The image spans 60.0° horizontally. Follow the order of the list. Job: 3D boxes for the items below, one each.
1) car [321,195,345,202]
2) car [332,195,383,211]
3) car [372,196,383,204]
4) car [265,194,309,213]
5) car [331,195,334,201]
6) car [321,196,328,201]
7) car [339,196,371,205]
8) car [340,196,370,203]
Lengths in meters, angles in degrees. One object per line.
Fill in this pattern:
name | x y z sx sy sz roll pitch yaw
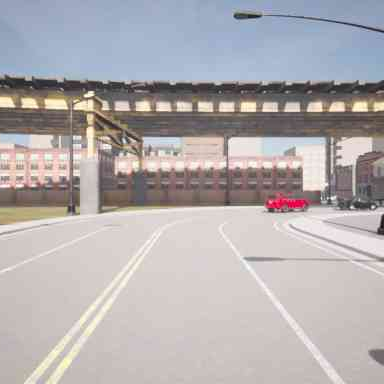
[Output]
car | 33.304 1.453 78.905 2.038 1.542 4.974 0 0 -34
car | 20.201 1.491 40.573 4.902 1.511 2.128 0 0 -11
car | 32.039 1.295 57.175 1.853 1.218 4.536 0 0 31
car | 10.522 1.221 36.696 5.566 2.045 2.150 0 0 -34
car | 33.333 1.295 78.862 1.853 1.218 4.536 0 0 -34
car | 29.261 1.295 78.105 4.536 1.218 1.853 0 0 -39
car | 28.961 1.453 59.277 2.038 1.542 4.974 0 0 -29
car | 28.935 1.295 59.322 1.853 1.218 4.536 0 0 -29
